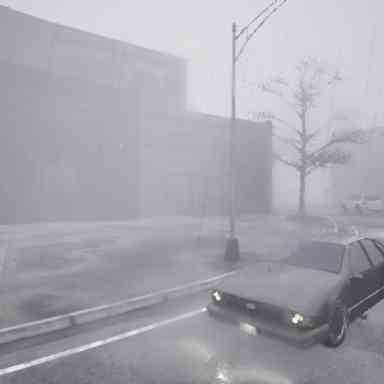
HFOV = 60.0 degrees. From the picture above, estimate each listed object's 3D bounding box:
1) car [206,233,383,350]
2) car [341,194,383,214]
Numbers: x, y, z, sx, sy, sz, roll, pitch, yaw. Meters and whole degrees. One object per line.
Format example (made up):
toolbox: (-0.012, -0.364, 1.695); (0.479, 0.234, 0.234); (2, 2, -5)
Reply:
car: (2.687, 1.573, 6.657); (5.357, 1.411, 2.033); (0, 0, -45)
car: (18.234, 1.270, 35.986); (2.150, 2.045, 5.566); (1, 0, 0)
